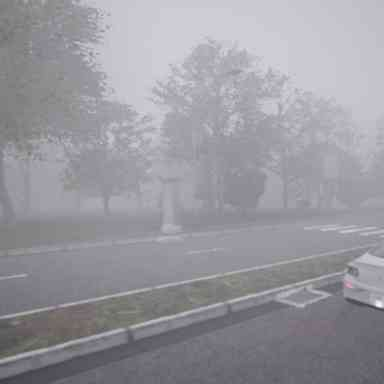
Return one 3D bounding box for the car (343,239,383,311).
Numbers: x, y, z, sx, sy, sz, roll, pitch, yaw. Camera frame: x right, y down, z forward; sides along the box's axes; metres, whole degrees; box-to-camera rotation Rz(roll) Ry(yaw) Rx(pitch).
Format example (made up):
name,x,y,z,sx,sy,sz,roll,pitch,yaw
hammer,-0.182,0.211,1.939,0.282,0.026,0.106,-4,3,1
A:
name,x,y,z,sx,sy,sz,roll,pitch,yaw
car,4.832,1.498,6.585,4.674,1.442,1.812,0,0,-36
